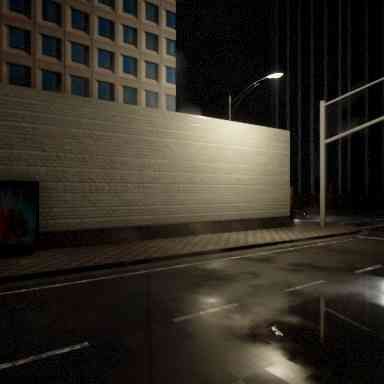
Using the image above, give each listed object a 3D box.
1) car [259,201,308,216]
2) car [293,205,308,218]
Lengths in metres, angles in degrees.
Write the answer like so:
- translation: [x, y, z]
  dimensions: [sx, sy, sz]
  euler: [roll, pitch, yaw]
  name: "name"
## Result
- translation: [9.339, 1.656, 34.316]
  dimensions: [1.895, 1.301, 4.718]
  euler: [0, 0, -36]
  name: "car"
- translation: [8.138, 1.581, 29.990]
  dimensions: [1.812, 1.442, 4.674]
  euler: [0, 0, -36]
  name: "car"
